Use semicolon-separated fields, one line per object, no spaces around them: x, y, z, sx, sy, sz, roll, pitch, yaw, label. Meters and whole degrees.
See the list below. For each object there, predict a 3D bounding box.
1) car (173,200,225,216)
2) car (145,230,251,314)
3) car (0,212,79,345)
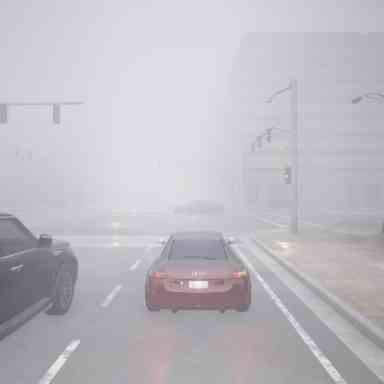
0.655;1.506;31.904;4.892;1.490;1.837;0;0;0;car
0.113;1.564;7.723;1.994;1.385;4.181;0;0;0;car
-3.397;1.221;4.398;2.150;2.045;5.566;0;0;1;car
